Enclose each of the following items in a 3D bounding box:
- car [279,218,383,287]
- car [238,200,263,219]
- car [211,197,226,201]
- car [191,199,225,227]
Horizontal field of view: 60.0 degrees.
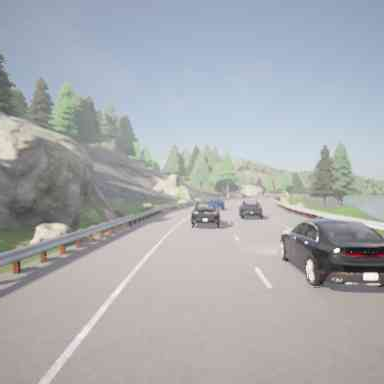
[{"bbox_3d":[3.771,1.502,9.304,1.837,1.490,4.892,0,0,2],"label":"car"},{"bbox_3d":[5.095,1.469,29.272,2.128,1.511,4.902,0,0,6],"label":"car"},{"bbox_3d":[3.163,1.438,42.085,1.882,1.535,5.008,0,0,8],"label":"car"},{"bbox_3d":[0.970,1.469,22.461,2.128,1.511,4.902,0,0,4],"label":"car"}]
